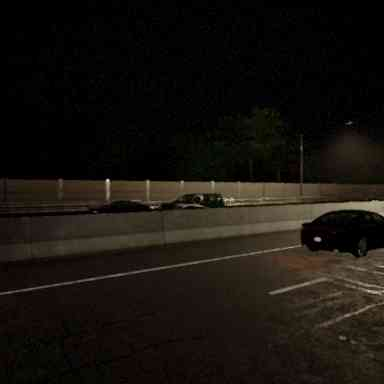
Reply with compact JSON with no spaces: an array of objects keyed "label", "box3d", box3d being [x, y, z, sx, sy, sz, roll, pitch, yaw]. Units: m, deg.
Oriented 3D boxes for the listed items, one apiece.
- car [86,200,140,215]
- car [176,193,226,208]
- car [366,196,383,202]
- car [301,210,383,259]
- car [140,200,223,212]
[{"label":"car","box3d":[-5.610,1.413,25.787,5.008,1.535,1.882,-1,0,-36]},{"label":"car","box3d":[0.122,1.129,25.577,5.566,2.045,2.150,0,0,-35]},{"label":"car","box3d":[28.279,1.271,49.910,5.357,1.411,2.033,0,0,-35]},{"label":"car","box3d":[6.176,1.403,12.452,5.008,1.535,1.882,0,0,-36]},{"label":"car","box3d":[-0.574,1.454,20.781,4.674,1.442,1.812,0,0,-35]}]
